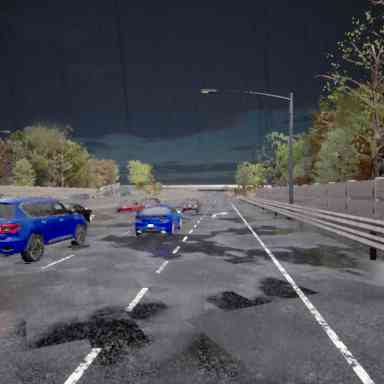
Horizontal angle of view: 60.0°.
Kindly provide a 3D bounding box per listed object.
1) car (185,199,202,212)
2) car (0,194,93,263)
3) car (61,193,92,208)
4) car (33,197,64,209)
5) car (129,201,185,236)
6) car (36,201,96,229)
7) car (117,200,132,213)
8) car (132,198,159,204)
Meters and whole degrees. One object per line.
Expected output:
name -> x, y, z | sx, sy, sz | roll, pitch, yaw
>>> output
car -> 0.041, 1.552, 38.106 | 2.033, 1.411, 5.357 | 0, 0, 6
car -> -5.847, 1.220, 12.180 | 2.150, 2.045, 5.566 | 0, 0, 5
car -> -16.776, 1.235, 48.526 | 2.150, 2.045, 5.566 | 0, 0, 5
car -> -20.392, 1.488, 47.426 | 1.882, 1.535, 5.008 | 0, 0, 5
car -> -1.756, 1.477, 18.481 | 1.882, 1.535, 5.008 | 0, 0, 5
car -> -8.396, 1.478, 22.739 | 1.882, 1.535, 5.008 | 0, 0, 5
car -> -7.030, 1.568, 37.661 | 1.994, 1.385, 4.181 | 0, 0, 5
car -> -3.983, 1.355, 32.563 | 2.097, 1.767, 4.553 | 0, 0, 5
